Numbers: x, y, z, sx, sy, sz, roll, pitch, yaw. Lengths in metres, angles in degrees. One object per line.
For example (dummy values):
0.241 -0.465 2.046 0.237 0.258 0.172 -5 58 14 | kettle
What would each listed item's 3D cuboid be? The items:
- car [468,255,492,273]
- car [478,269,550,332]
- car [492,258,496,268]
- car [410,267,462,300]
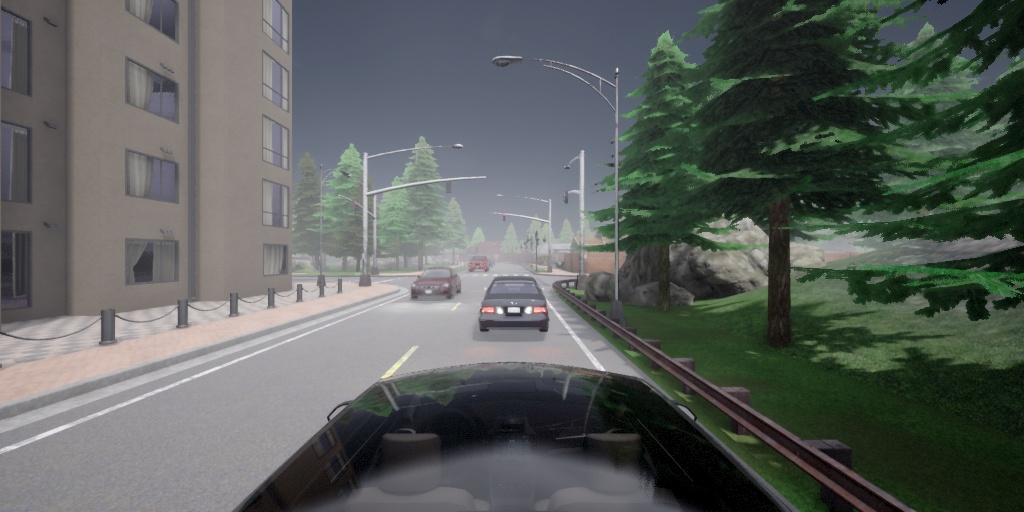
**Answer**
-3.992 0.942 43.559 2.150 2.045 5.566 0 0 0 | car
0.066 1.297 10.825 2.033 1.411 5.357 0 0 1 | car
-4.092 1.224 59.707 1.837 1.490 4.892 0 0 0 | car
-3.605 1.276 17.764 1.812 1.442 4.674 0 0 0 | car
